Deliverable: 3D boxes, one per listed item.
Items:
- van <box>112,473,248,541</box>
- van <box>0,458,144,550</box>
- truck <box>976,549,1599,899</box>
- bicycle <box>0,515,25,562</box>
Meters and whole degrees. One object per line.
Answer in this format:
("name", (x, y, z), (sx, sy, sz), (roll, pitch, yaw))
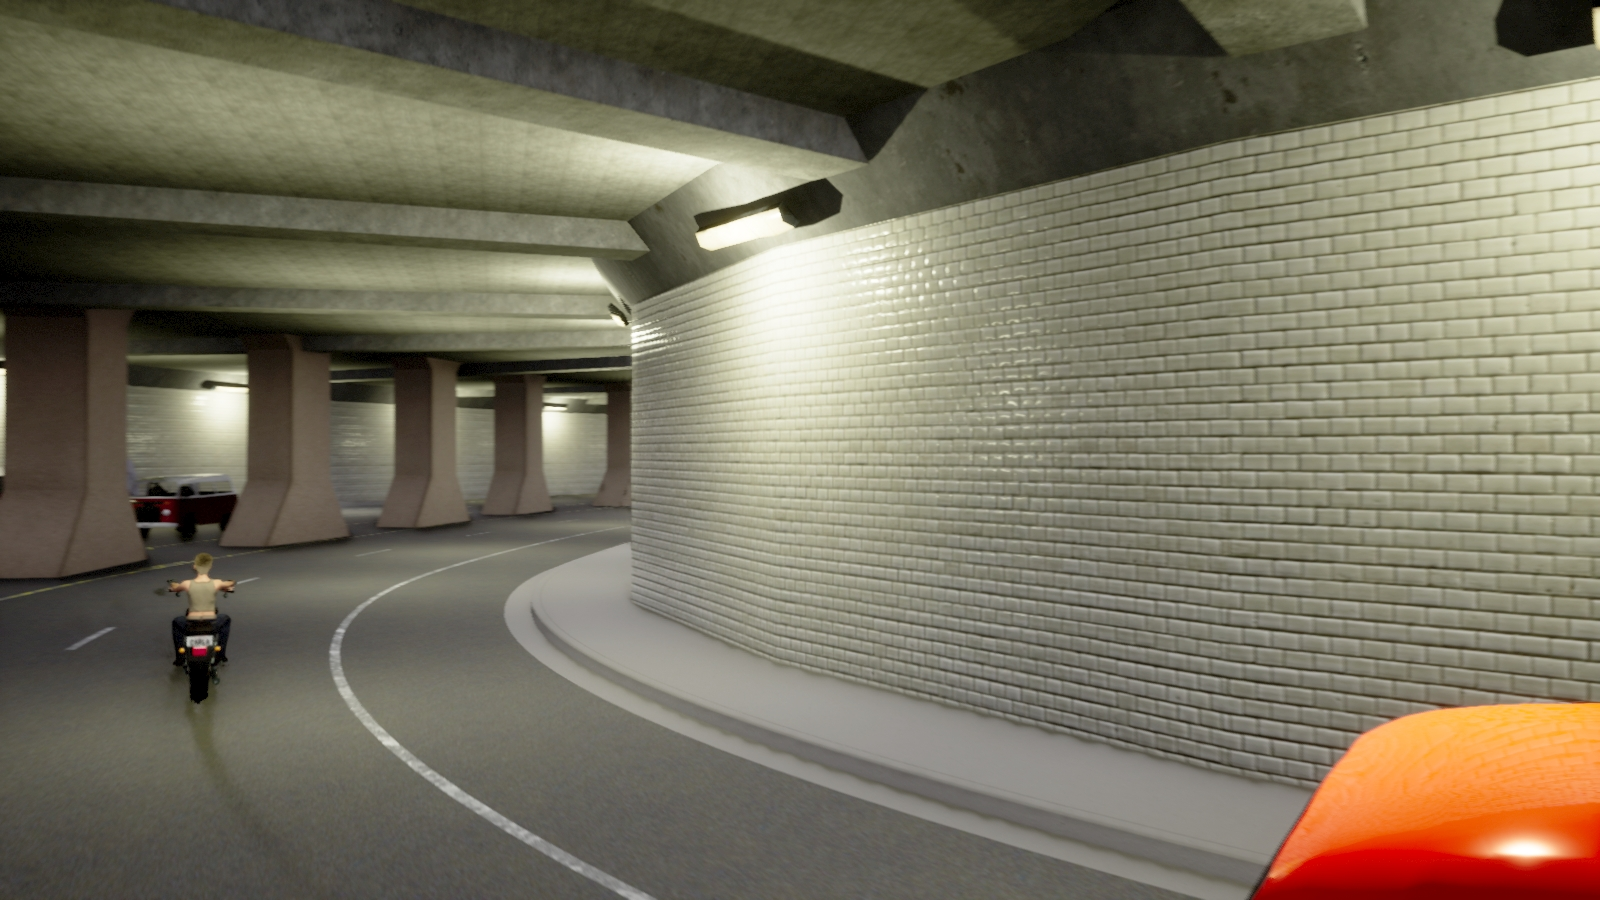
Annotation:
("van", (-20.400, 1.814, 37.831), (2.069, 2.038, 4.480), (0, 0, 0))
("van", (-23.373, 1.560, 35.567), (1.988, 2.561, 5.915), (0, 0, 7))
("truck", (3.186, 1.569, 1.504), (5.204, 2.467, 2.627), (0, 0, 34))
("bicycle", (-20.315, 2.252, 28.727), (0.329, 1.126, 1.835), (0, 0, 2))
